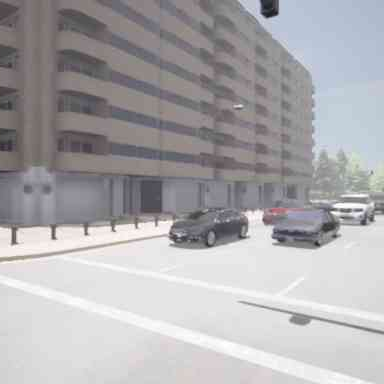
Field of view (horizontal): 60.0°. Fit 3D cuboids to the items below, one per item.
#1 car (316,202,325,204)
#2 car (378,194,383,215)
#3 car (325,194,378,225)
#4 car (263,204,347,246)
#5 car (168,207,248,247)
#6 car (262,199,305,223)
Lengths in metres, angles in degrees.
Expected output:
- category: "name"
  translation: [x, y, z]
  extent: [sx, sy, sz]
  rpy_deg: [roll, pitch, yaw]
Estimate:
- category: "car"
  translation: [12.449, 1.571, 31.103]
  extent: [1.895, 1.301, 4.718]
  rpy_deg: [0, 0, 36]
- category: "car"
  translation: [18.738, 1.195, 33.773]
  extent: [2.150, 2.045, 5.566]
  rpy_deg: [0, 0, 36]
- category: "car"
  translation: [11.717, 1.195, 24.152]
  extent: [2.150, 2.045, 5.566]
  rpy_deg: [0, 0, 36]
- category: "car"
  translation: [5.470, 1.520, 15.497]
  extent: [2.033, 1.411, 5.357]
  rpy_deg: [0, 0, 35]
- category: "car"
  translation: [0.890, 1.472, 15.068]
  extent: [1.837, 1.490, 4.892]
  rpy_deg: [0, 0, 35]
- category: "car"
  translation: [6.596, 1.320, 23.058]
  extent: [2.097, 1.767, 4.553]
  rpy_deg: [0, 0, 36]
